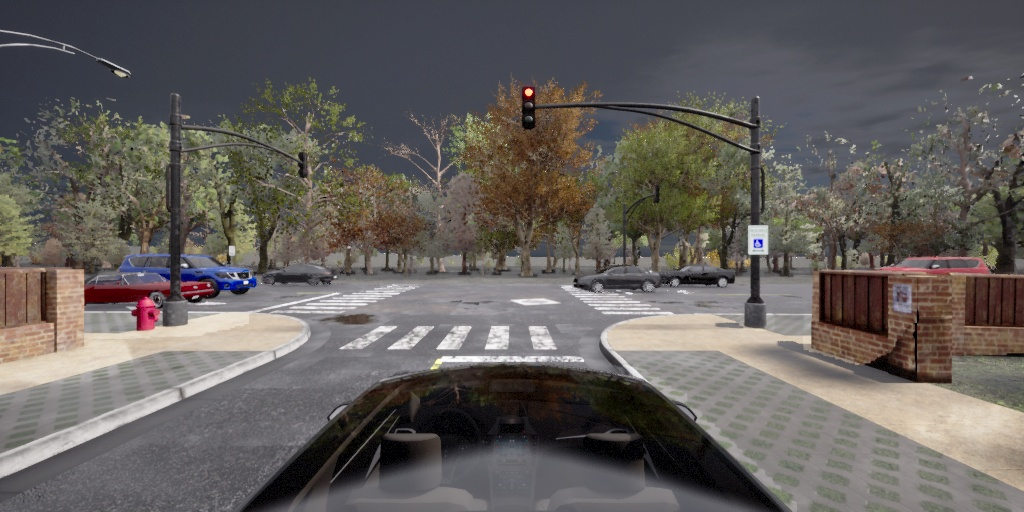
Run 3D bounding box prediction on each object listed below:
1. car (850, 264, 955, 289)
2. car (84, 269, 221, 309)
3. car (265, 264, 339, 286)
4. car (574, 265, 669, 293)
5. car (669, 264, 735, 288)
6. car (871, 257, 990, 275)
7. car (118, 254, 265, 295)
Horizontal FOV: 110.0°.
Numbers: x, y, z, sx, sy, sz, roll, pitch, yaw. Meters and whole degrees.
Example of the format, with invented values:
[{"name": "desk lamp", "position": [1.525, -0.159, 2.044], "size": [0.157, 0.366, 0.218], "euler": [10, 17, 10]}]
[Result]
[{"name": "car", "position": [26.002, 1.329, 23.998], "size": [5.008, 1.535, 1.882], "euler": [0, 0, 0]}, {"name": "car", "position": [-14.634, 1.294, 13.997], "size": [4.718, 1.301, 1.895], "euler": [0, 0, -3]}, {"name": "car", "position": [-14.089, 1.233, 23.950], "size": [4.674, 1.442, 1.812], "euler": [0, 0, 0]}, {"name": "car", "position": [5.947, 1.284, 20.324], "size": [4.892, 1.490, 1.837], "euler": [0, 0, -6]}, {"name": "car", "position": [12.116, 1.283, 23.986], "size": [5.008, 1.535, 1.882], "euler": [0, 0, 0]}, {"name": "car", "position": [24.016, 1.064, 20.747], "size": [5.566, 2.045, 2.150], "euler": [0, 0, 0]}, {"name": "car", "position": [-15.561, 0.916, 17.247], "size": [5.566, 2.045, 2.150], "euler": [0, 0, 0]}]
